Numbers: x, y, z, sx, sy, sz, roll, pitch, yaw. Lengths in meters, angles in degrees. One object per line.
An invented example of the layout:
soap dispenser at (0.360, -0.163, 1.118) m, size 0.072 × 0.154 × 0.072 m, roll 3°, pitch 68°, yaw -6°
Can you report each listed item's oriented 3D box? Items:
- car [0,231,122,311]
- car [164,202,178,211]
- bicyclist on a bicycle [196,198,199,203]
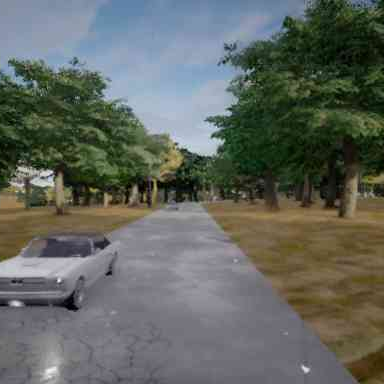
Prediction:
car at (-3.100, 1.691, 8.080) m, size 1.895 × 1.301 × 4.718 m, roll 0°, pitch -1°, yaw 0°
car at (-3.062, 2.124, 50.194) m, size 1.895 × 1.301 × 4.718 m, roll 0°, pitch -1°, yaw 0°
bicyclist on a bicycle at (1.370, 2.289, 88.202) m, size 0.582 × 1.620 × 1.656 m, roll 0°, pitch -1°, yaw 8°
